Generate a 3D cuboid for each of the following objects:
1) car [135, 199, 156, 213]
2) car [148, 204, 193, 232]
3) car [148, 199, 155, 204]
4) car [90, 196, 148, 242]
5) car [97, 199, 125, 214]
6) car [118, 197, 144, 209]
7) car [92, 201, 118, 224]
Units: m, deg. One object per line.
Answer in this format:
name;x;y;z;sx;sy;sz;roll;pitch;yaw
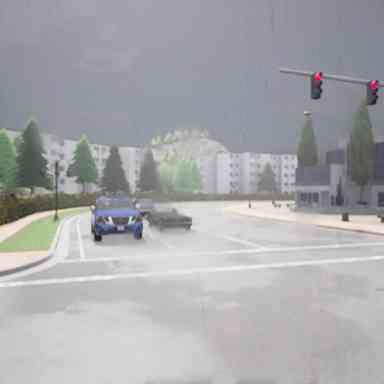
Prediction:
car;-5.500;1.578;39.884;1.837;1.490;4.892;0;0;0
car;-1.484;1.642;20.609;1.895;1.301;4.718;0;0;-19
car;-4.378;1.602;29.809;2.033;1.411;5.357;0;0;-15
car;-4.010;1.250;17.199;2.150;2.045;5.566;0;0;-19
car;-8.860;1.551;36.857;2.128;1.511;4.902;0;0;-4
car;-8.561;1.574;47.295;2.128;1.511;4.902;0;0;8
car;-6.987;1.547;26.662;1.837;1.490;4.892;0;0;-15
